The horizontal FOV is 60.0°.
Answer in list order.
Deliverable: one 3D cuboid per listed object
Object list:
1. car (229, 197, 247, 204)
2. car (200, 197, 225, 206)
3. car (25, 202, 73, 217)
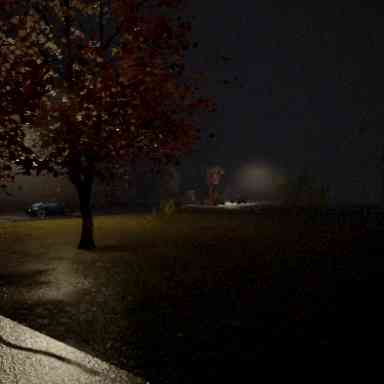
[{"bbox_3d":[9.202,1.739,66.058,1.895,1.301,4.718,1,0,31],"label":"car"},{"bbox_3d":[3.955,1.586,57.659,1.882,1.535,5.008,1,0,33],"label":"car"},{"bbox_3d":[-13.566,1.609,31.761,1.994,1.385,4.181,1,0,35],"label":"car"}]
